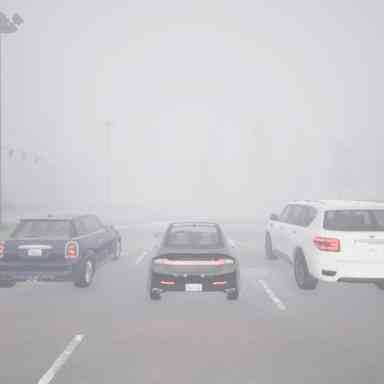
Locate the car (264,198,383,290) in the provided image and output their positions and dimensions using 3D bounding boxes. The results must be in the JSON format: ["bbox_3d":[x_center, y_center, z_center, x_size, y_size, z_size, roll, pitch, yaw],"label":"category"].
[{"bbox_3d":[3.557,1.221,9.218,2.150,2.045,5.566,0,0,0],"label":"car"}]

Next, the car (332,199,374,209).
[{"bbox_3d":[21.382,1.601,44.328,4.718,1.301,1.895,0,0,-1],"label":"car"}]

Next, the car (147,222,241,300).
[{"bbox_3d":[0.054,1.492,8.362,2.128,1.511,4.902,0,0,1],"label":"car"}]

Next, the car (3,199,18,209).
[{"bbox_3d":[-21.996,1.526,37.075,4.674,1.442,1.812,0,0,-16],"label":"car"}]

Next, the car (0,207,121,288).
[{"bbox_3d":[-3.439,1.352,9.443,2.097,1.767,4.553,0,0,0],"label":"car"}]

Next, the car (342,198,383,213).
[{"bbox_3d":[19.705,1.477,37.274,5.008,1.535,1.882,0,0,-2],"label":"car"}]

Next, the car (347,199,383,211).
[{"bbox_3d":[21.566,1.564,40.829,4.181,1.385,1.994,0,0,-1],"label":"car"}]

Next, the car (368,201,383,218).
[{"bbox_3d":[19.232,1.548,30.267,5.357,1.411,2.033,0,0,-2],"label":"car"}]
